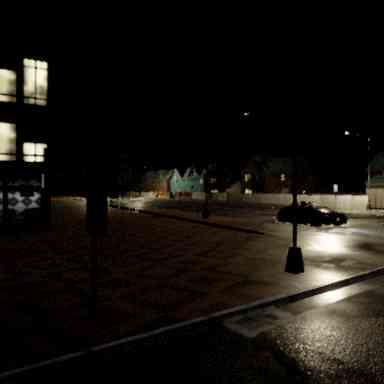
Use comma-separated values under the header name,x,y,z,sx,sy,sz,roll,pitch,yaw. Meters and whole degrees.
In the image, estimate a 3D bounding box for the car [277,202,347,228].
name,x,y,z,sx,sy,sz,roll,pitch,yaw
car,7.164,1.314,20.174,1.994,1.385,4.181,0,1,-28
